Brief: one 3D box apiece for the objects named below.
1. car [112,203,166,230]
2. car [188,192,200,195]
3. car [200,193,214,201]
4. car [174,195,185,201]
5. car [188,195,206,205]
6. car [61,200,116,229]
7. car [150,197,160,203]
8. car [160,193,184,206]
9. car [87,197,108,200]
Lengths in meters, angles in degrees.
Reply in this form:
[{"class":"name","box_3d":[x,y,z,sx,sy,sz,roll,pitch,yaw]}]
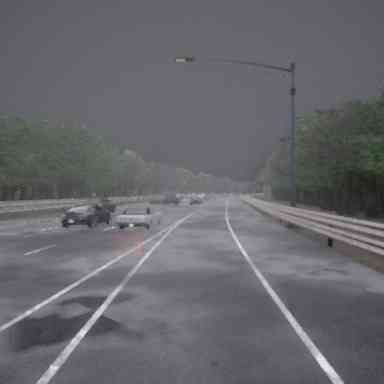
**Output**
[{"class":"car","box_3d":[-3.196,1.585,20.981,1.895,1.301,4.718,0,0,6]},{"class":"car","box_3d":[0.289,1.499,85.950,2.033,1.411,5.357,0,0,7]},{"class":"car","box_3d":[3.773,1.513,85.614,2.033,1.411,5.357,0,0,7]},{"class":"car","box_3d":[-3.190,1.471,86.334,2.128,1.511,4.902,0,0,7]},{"class":"car","box_3d":[0.865,1.578,58.746,1.895,1.301,4.718,0,0,6]},{"class":"car","box_3d":[-6.676,1.496,21.335,1.812,1.442,4.674,0,0,6]},{"class":"car","box_3d":[-6.096,1.551,59.496,1.895,1.301,4.718,0,0,6]},{"class":"car","box_3d":[-3.141,1.185,54.190,2.150,2.045,5.566,0,0,6]},{"class":"car","box_3d":[-8.983,1.302,32.589,2.097,1.767,4.553,1,0,6]}]
